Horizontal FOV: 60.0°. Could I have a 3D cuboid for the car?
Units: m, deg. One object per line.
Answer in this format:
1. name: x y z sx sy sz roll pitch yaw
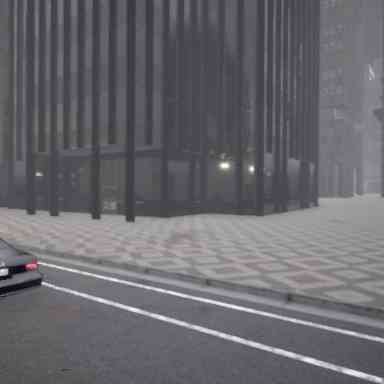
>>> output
1. car: -5.603 1.552 7.675 5.357 1.411 2.033 0 0 36
